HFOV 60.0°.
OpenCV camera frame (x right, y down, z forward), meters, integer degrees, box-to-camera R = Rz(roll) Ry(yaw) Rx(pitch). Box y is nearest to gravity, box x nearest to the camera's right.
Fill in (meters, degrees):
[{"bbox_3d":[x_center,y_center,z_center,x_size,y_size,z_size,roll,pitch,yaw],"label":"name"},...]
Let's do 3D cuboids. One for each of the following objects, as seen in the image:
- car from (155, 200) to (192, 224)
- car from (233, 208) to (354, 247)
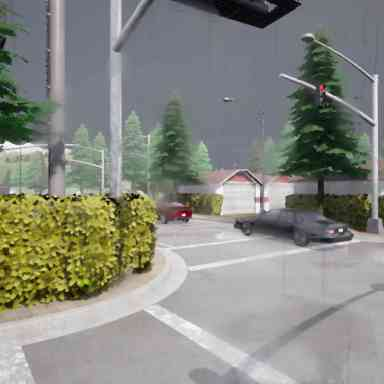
[{"bbox_3d":[-1.956,1.304,23.366,1.882,1.535,5.008,-1,1,-35],"label":"car"},{"bbox_3d":[4.238,1.420,14.771,2.033,1.411,5.357,0,2,-35],"label":"car"}]
